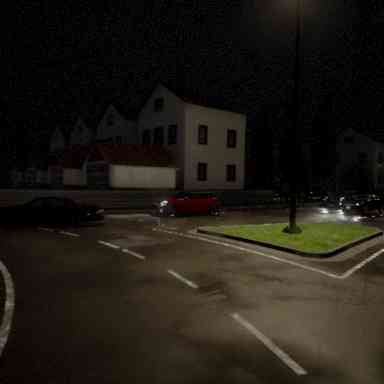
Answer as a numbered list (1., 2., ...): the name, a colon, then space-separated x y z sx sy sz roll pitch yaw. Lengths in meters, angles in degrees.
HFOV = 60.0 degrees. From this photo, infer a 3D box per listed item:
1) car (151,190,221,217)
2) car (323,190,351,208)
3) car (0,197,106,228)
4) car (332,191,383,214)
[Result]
1. car: -0.377 0.684 22.272 4.553 1.767 2.097 0 2 -24
2. car: 14.535 0.635 31.883 4.553 1.767 2.097 0 2 -39
3. car: -7.022 0.948 16.417 5.357 1.411 2.033 1 2 -9
4. car: 13.881 0.914 26.912 4.902 1.511 2.128 0 2 -38
